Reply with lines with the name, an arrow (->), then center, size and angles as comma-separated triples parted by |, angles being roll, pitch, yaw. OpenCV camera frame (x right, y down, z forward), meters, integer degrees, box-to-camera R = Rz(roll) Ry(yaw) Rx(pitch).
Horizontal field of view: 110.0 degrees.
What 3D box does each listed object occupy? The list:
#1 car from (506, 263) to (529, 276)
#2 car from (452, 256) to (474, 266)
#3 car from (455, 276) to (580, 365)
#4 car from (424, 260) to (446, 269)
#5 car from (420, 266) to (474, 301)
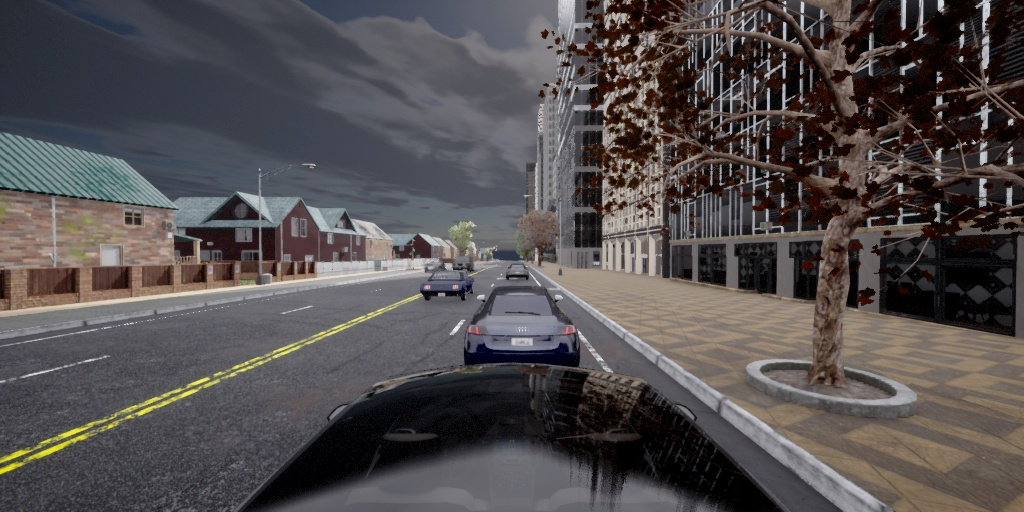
car -> 0.478, 1.337, 31.713 | 1.994, 1.385, 4.181 | 0, 0, 1
car -> -6.028, 1.025, 44.805 | 2.150, 2.045, 5.566 | 0, 0, 1
car -> 0.174, 1.314, 7.618 | 1.994, 1.385, 4.181 | 0, 0, 0
car -> -9.296, 1.291, 43.629 | 2.128, 1.511, 4.902 | 0, 0, 1
car -> -2.954, 1.355, 17.436 | 1.895, 1.301, 4.718 | 0, 0, 1
